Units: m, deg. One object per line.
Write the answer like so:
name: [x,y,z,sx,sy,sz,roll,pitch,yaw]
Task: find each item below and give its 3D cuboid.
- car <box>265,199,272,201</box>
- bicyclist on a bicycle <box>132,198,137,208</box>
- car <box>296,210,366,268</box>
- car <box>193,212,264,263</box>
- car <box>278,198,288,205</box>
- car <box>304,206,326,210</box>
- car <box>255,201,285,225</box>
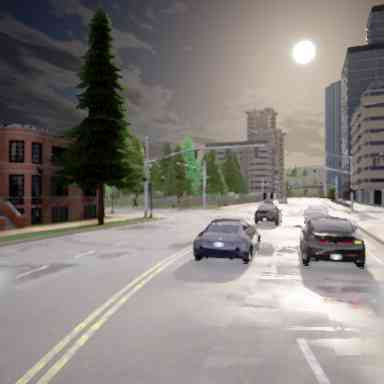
car: [18.463,2.393,80.599,1.895,1.301,4.718,0,-1,20]
bicyclist on a bicycle: [-9.844,1.865,57.075,0.582,1.620,1.656,0,0,20]
car: [4.853,1.627,11.930,1.837,1.490,4.892,0,0,17]
car: [1.441,1.691,12.704,1.994,1.385,4.181,0,-1,17]
car: [21.778,2.143,79.477,2.097,1.767,4.553,0,-1,20]
car: [9.675,1.784,25.918,1.812,1.442,4.674,0,0,22]
car: [6.165,1.773,26.759,1.837,1.490,4.892,0,0,20]
